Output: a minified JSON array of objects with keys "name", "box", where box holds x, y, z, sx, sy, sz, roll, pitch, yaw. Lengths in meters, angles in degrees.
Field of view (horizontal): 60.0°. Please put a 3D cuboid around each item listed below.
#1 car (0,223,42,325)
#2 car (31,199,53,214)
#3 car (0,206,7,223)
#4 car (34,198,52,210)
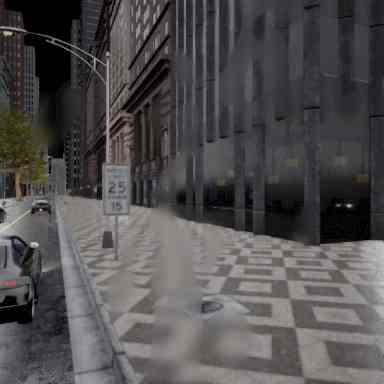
[{"name":"car","box":[-4.169,1.569,6.740,1.994,1.385,4.181,0,0,-23]},{"name":"car","box":[-16.084,1.535,35.597,1.837,1.490,4.892,0,0,-22]},{"name":"car","box":[-14.766,1.582,24.210,1.994,1.385,4.181,0,0,-23]},{"name":"car","box":[-20.123,1.597,45.195,2.033,1.411,5.357,0,0,-22]}]
